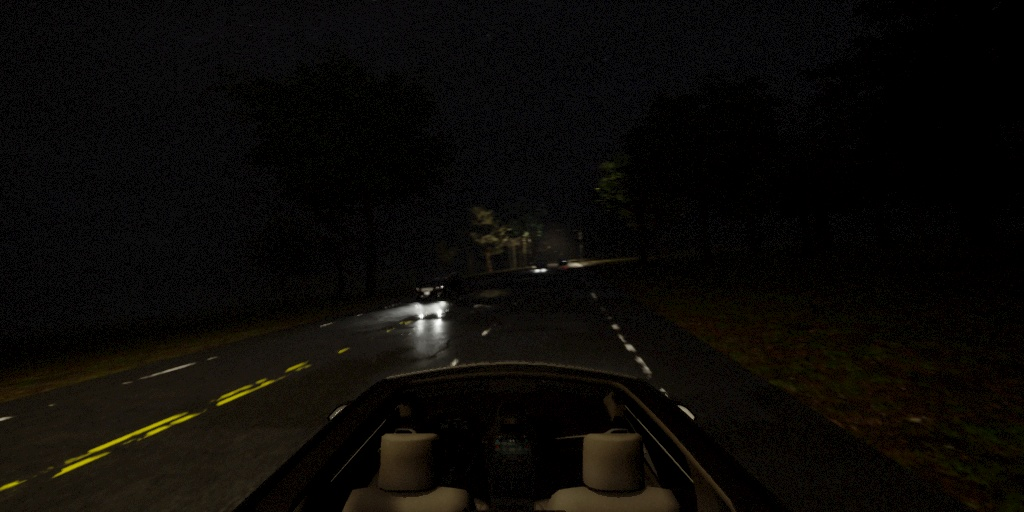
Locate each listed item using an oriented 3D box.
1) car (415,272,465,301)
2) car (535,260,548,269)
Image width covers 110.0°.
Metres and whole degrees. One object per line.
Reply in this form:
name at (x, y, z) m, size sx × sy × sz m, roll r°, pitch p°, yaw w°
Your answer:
car at (-4.281, 1.749, 21.959) m, size 2.128 × 1.511 × 4.902 m, roll -5°, pitch -1°, yaw 9°
car at (5.177, 1.487, 62.873) m, size 2.128 × 1.511 × 4.902 m, roll -4°, pitch -1°, yaw 12°
